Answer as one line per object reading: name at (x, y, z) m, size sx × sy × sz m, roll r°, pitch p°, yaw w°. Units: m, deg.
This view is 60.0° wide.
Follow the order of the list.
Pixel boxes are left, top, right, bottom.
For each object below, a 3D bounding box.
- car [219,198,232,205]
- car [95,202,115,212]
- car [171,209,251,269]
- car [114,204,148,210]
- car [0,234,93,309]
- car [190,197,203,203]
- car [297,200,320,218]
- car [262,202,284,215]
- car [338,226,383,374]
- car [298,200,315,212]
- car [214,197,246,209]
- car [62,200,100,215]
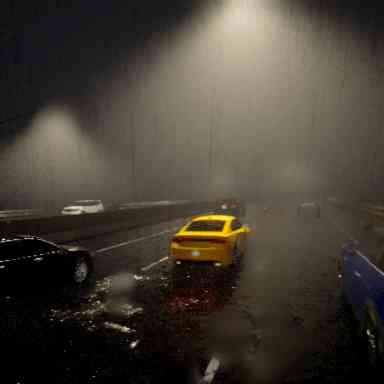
car at (7.669, 2.127, 75.421) m, size 1.994 × 1.385 × 4.181 m, roll -2°, pitch -1°, yaw 20°
car at (-8.808, 2.179, 38.979) m, size 1.837 × 1.490 × 4.892 m, roll -2°, pitch -1°, yaw 19°
car at (0.865, 1.581, 11.716) m, size 1.882 × 1.535 × 5.008 m, roll -2°, pitch -1°, yaw 18°
car at (-5.947, 2.114, 36.520) m, size 2.033 × 1.411 × 5.357 m, roll -2°, pitch -1°, yaw 18°
car at (-4.169, 1.698, 7.437) m, size 1.837 × 1.490 × 4.892 m, roll -2°, pitch -1°, yaw 18°
car at (1.094, 2.139, 77.831) m, size 2.097 × 1.767 × 4.553 m, roll -2°, pitch -1°, yaw 20°
car at (10.692, 1.645, 30.582) m, size 1.895 × 1.301 × 4.718 m, roll -2°, pitch -1°, yaw 19°
car at (8.779, 1.757, 35.803) m, size 1.895 × 1.301 × 4.718 m, roll -2°, pitch -1°, yaw 19°
car at (3.694, 1.309, 5.398) m, size 2.097 × 1.767 × 4.553 m, roll -2°, pitch -1°, yaw 18°
car at (14.373, 1.674, 41.630) m, size 1.895 × 1.301 × 4.718 m, roll -2°, pitch -1°, yaw 20°
car at (3.681, 1.470, 31.629) m, size 2.150 × 2.045 × 5.566 m, roll -2°, pitch -1°, yaw 18°
car at (-12.582, 1.995, 38.762) m, size 2.150 × 2.045 × 5.566 m, roll -2°, pitch -1°, yaw 18°
